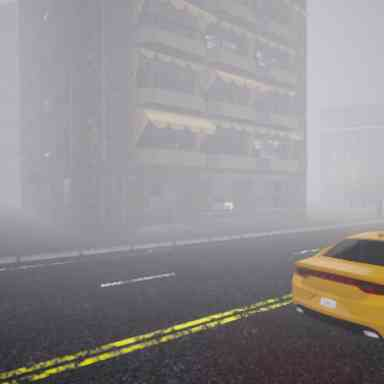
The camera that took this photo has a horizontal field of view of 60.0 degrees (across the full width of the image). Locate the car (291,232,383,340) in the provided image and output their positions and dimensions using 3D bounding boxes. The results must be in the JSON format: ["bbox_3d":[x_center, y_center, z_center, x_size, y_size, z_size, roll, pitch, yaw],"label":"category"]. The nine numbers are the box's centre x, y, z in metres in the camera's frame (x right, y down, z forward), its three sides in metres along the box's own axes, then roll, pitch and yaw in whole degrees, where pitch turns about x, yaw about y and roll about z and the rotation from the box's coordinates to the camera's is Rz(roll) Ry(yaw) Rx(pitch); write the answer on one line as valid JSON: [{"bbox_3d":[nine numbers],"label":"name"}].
[{"bbox_3d":[4.021,1.514,6.406,5.008,1.535,1.882,0,0,-36],"label":"car"}]

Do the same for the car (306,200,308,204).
[{"bbox_3d":[15.878,1.348,52.018,4.206,1.307,1.802,1,-1,21],"label":"car"}]

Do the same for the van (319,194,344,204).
[{"bbox_3d":[24.252,1.181,57.771,3.998,1.788,1.690,1,-1,21],"label":"van"}]
